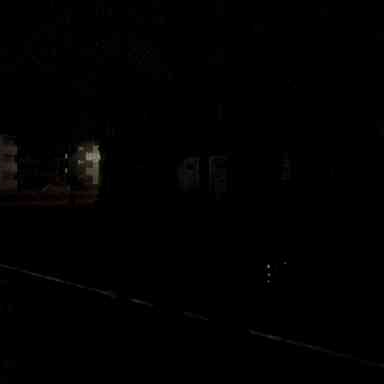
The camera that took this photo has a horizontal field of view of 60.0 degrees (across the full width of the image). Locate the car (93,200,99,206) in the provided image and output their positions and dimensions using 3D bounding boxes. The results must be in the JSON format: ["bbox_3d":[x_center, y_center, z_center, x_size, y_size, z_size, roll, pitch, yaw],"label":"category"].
[{"bbox_3d":[-13.306,1.521,52.733,1.837,1.490,4.892,0,0,40],"label":"car"}]
